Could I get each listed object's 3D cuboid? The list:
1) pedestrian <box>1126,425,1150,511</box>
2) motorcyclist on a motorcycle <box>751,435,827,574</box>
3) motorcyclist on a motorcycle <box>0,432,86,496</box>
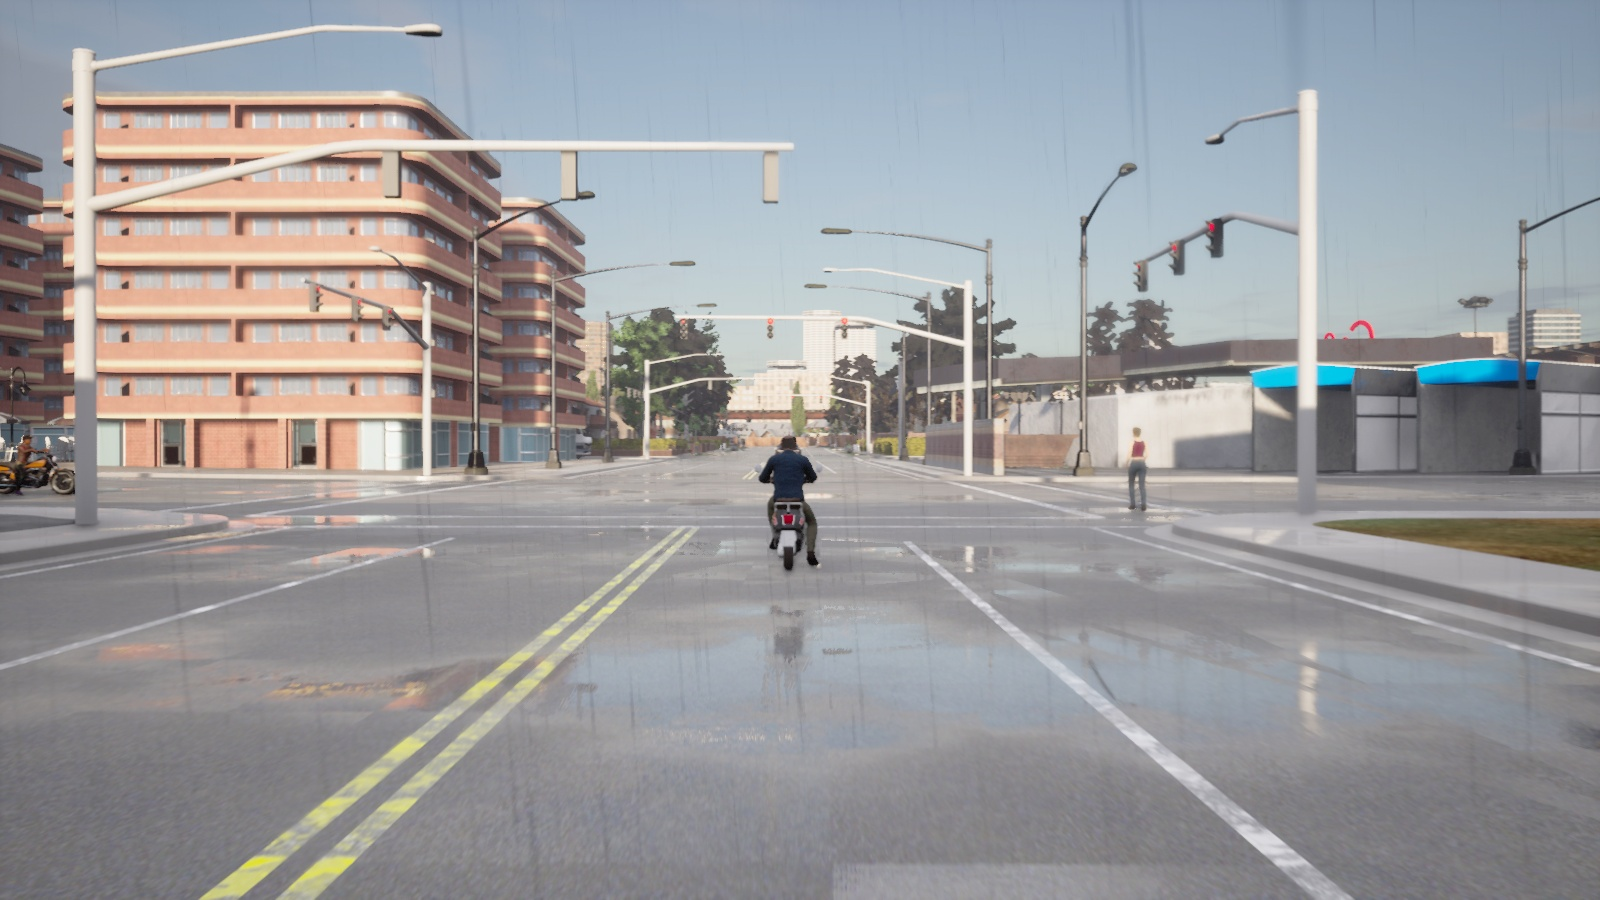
[{"bbox_3d":[7.352,0.388,27.326,0.345,1.836,0.594,0,0,-3],"label":"pedestrian"},{"bbox_3d":[-0.130,0.614,15.231,0.866,1.590,1.817,0,0,0],"label":"motorcyclist on a motorcycle"},{"bbox_3d":[-20.406,0.371,33.435,2.350,1.649,0.766,1,0,1],"label":"motorcyclist on a motorcycle"}]
